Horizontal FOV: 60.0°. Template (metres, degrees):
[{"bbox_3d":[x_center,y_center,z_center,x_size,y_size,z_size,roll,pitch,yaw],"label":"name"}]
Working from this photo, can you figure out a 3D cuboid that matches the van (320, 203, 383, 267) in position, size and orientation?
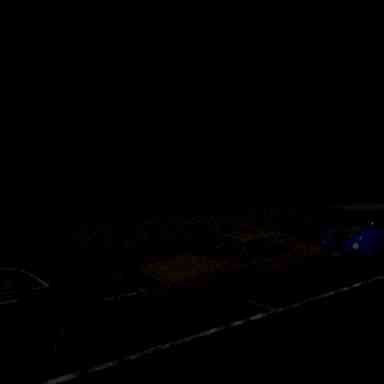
[{"bbox_3d":[5.828,1.263,10.760,3.998,1.788,1.690,0,0,-35],"label":"van"}]

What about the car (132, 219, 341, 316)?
[{"bbox_3d":[1.086,1.489,7.404,4.829,1.417,1.752,0,0,-35],"label":"car"}]

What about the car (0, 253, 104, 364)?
[{"bbox_3d":[-3.379,1.553,4.245,4.403,1.369,2.008,0,0,-35],"label":"car"}]
